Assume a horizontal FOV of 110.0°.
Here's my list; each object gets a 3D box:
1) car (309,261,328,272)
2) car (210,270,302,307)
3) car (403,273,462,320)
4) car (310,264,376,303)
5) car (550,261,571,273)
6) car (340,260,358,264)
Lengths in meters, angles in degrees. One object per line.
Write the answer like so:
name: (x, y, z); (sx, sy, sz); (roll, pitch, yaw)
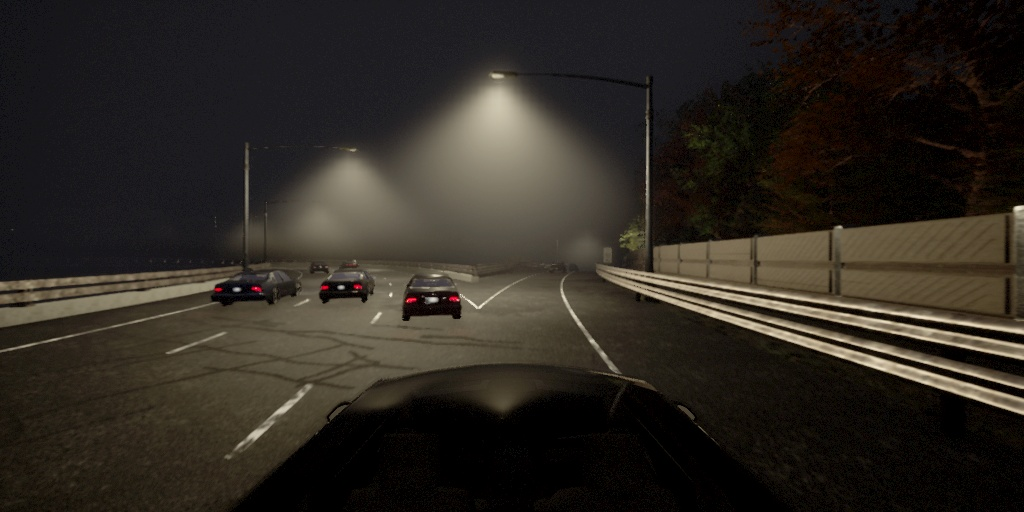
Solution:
car: (-23.145, 1.330, 42.980); (2.033, 1.411, 5.357); (0, 0, -32)
car: (-10.877, 1.302, 15.692); (2.033, 1.411, 5.357); (0, 0, -16)
car: (-2.857, 1.314, 12.730); (2.033, 1.411, 5.357); (0, 0, -14)
car: (-7.539, 1.309, 16.757); (2.033, 1.411, 5.357); (0, 0, -16)
car: (6.015, 1.379, 46.222); (2.128, 1.511, 4.902); (0, -1, 13)
car: (-20.548, 1.285, 45.287); (2.128, 1.511, 4.902); (0, 0, -32)
